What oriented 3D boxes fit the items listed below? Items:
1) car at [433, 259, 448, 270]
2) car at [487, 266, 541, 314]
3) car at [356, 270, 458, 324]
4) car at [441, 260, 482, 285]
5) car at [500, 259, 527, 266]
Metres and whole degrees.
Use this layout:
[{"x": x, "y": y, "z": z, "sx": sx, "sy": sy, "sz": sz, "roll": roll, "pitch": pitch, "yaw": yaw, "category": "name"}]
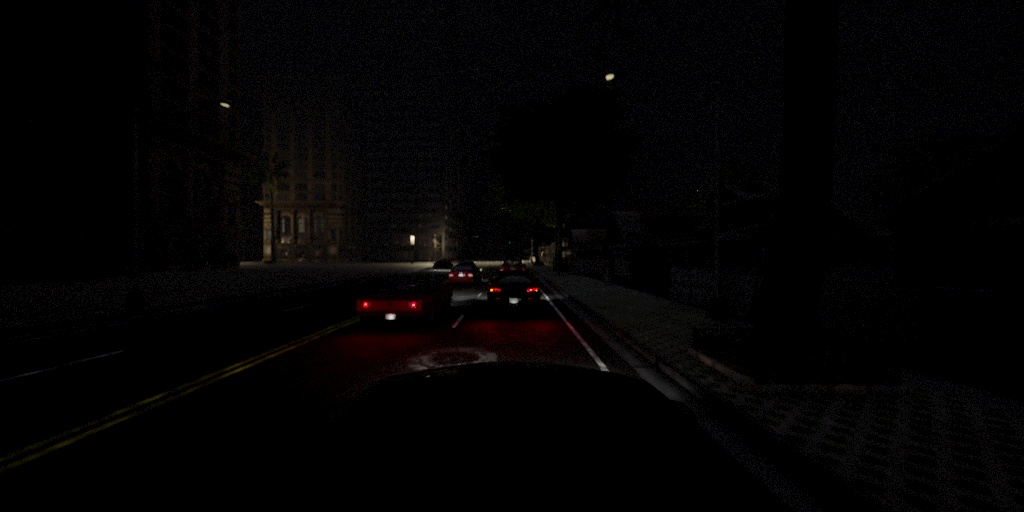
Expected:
[{"x": -9.797, "y": 1.185, "z": 51.123, "sx": 2.033, "sy": 1.411, "sz": 5.357, "roll": 0, "pitch": 0, "yaw": 0, "category": "car"}, {"x": 0.074, "y": 1.238, "z": 13.441, "sx": 1.812, "sy": 1.442, "sz": 4.674, "roll": 0, "pitch": -1, "yaw": 0, "category": "car"}, {"x": -3.185, "y": 1.317, "z": 11.692, "sx": 1.895, "sy": 1.301, "sz": 4.718, "roll": 0, "pitch": 0, "yaw": 0, "category": "car"}, {"x": -3.190, "y": 1.229, "z": 24.942, "sx": 2.033, "sy": 1.411, "sz": 5.357, "roll": 0, "pitch": 0, "yaw": 1, "category": "car"}, {"x": 0.087, "y": 1.025, "z": 28.381, "sx": 2.097, "sy": 1.767, "sz": 4.553, "roll": 0, "pitch": 0, "yaw": 0, "category": "car"}]
